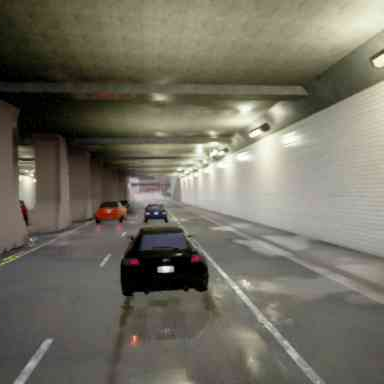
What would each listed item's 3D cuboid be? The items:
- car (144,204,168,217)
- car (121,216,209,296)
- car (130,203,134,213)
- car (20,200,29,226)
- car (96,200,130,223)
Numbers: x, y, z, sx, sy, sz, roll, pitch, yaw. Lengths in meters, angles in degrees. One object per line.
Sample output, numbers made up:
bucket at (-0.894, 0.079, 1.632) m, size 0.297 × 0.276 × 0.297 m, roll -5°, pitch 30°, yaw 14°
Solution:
car at (-2.947, 1.651, 27.097) m, size 2.033 × 1.411 × 5.357 m, roll -1°, pitch 0°, yaw -7°
car at (-0.791, 1.593, 8.935) m, size 1.994 × 1.385 × 4.181 m, roll -1°, pitch 0°, yaw -7°
car at (-8.161, 1.759, 39.971) m, size 1.837 × 1.490 × 4.892 m, roll -1°, pitch 1°, yaw -6°
car at (-13.247, 1.586, 23.021) m, size 2.150 × 2.045 × 5.566 m, roll -1°, pitch 0°, yaw -7°
car at (-6.694, 1.553, 28.022) m, size 2.097 × 1.767 × 4.553 m, roll -1°, pitch 0°, yaw -6°
